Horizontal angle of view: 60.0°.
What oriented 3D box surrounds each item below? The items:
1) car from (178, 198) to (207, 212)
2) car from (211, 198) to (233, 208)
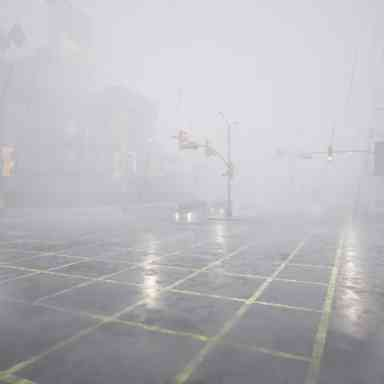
[{"bbox_3d":[0.127,1.477,39.527,1.882,1.535,5.008,0,0,27],"label":"car"},{"bbox_3d":[4.454,1.600,48.781,1.895,1.301,4.718,0,0,25],"label":"car"}]
